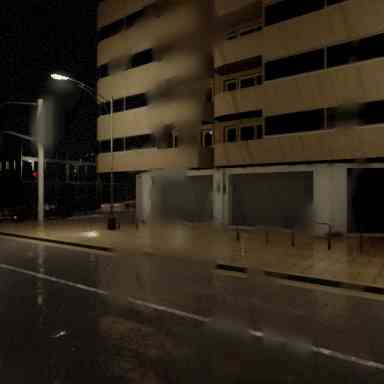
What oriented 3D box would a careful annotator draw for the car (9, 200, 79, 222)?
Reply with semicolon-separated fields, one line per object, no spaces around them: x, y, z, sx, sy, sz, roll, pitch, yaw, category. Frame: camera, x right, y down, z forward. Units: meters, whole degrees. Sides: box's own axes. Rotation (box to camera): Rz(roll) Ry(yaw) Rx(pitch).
-11.998;1.611;26.960;1.895;1.301;4.718;0;0;36;car

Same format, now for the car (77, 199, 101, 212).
-12.922;1.560;37.868;2.033;1.411;5.357;0;0;37;car

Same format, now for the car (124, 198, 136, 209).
-7.134;1.491;45.765;1.882;1.535;5.008;0;0;36;car
